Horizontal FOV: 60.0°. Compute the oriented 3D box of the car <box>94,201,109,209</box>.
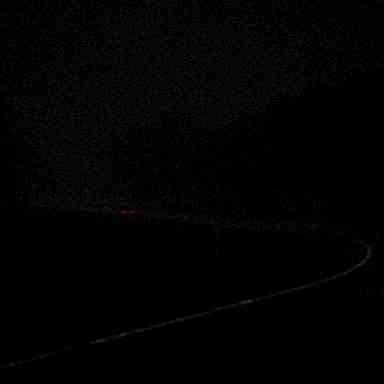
[{"bbox_3d":[-16.108,2.333,59.990,1.882,1.535,5.008,2,-2,-34],"label":"car"}]

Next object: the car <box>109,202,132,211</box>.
[{"bbox_3d":[-11.091,2.236,52.761,1.812,1.442,4.674,2,-2,-34],"label":"car"}]
